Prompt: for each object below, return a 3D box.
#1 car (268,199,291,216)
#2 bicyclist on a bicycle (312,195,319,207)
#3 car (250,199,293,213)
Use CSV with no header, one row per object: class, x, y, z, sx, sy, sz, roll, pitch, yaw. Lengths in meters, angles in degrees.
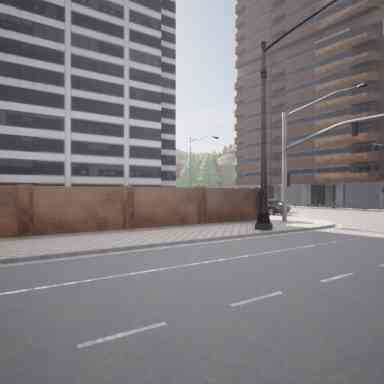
car,7.428,1.505,33.387,1.837,1.490,4.892,0,0,-36
bicyclist on a bicycle,17.220,1.300,46.272,1.656,1.620,0.582,0,0,-36
car,8.885,1.526,37.380,1.812,1.442,4.674,0,0,-36
